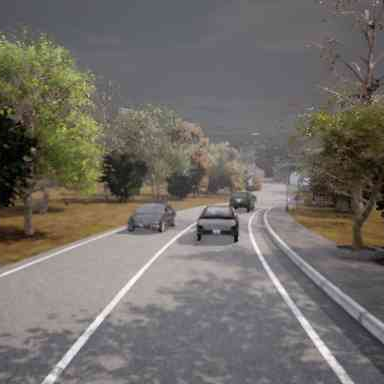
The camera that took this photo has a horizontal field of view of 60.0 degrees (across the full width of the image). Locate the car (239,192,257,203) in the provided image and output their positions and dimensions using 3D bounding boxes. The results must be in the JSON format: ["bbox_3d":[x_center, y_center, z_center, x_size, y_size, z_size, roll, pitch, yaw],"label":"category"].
[{"bbox_3d":[9.941,0.930,58.607,2.097,1.767,4.553,2,1,22],"label":"car"}]

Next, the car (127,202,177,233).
[{"bbox_3d":[-2.077,1.331,18.385,1.837,1.490,4.892,1,0,9],"label":"car"}]

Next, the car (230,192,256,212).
[{"bbox_3d":[5.373,0.991,35.402,2.150,2.045,5.566,1,1,16],"label":"car"}]

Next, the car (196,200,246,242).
[{"bbox_3d":[1.319,1.379,15.939,2.128,1.511,4.902,1,0,7],"label":"car"}]
